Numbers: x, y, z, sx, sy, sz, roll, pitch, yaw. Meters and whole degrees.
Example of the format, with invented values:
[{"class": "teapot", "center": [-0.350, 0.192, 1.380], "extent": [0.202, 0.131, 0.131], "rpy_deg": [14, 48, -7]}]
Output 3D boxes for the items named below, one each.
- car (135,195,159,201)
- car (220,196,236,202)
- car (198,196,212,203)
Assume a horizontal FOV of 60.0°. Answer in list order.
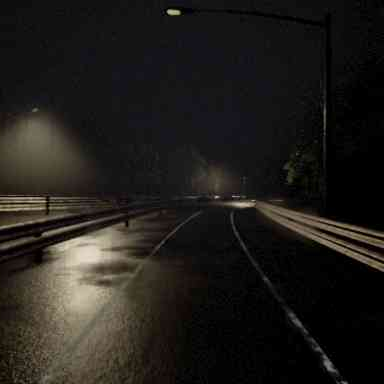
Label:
[{"class": "car", "center": [-6.863, 1.255, 55.077], "extent": [1.882, 1.535, 5.008], "rpy_deg": [0, -1, 23]}, {"class": "car", "center": [9.276, 1.717, 83.905], "extent": [1.837, 1.490, 4.892], "rpy_deg": [0, -1, 23]}, {"class": "car", "center": [2.680, 1.594, 68.376], "extent": [1.994, 1.385, 4.181], "rpy_deg": [1, 0, 23]}]
